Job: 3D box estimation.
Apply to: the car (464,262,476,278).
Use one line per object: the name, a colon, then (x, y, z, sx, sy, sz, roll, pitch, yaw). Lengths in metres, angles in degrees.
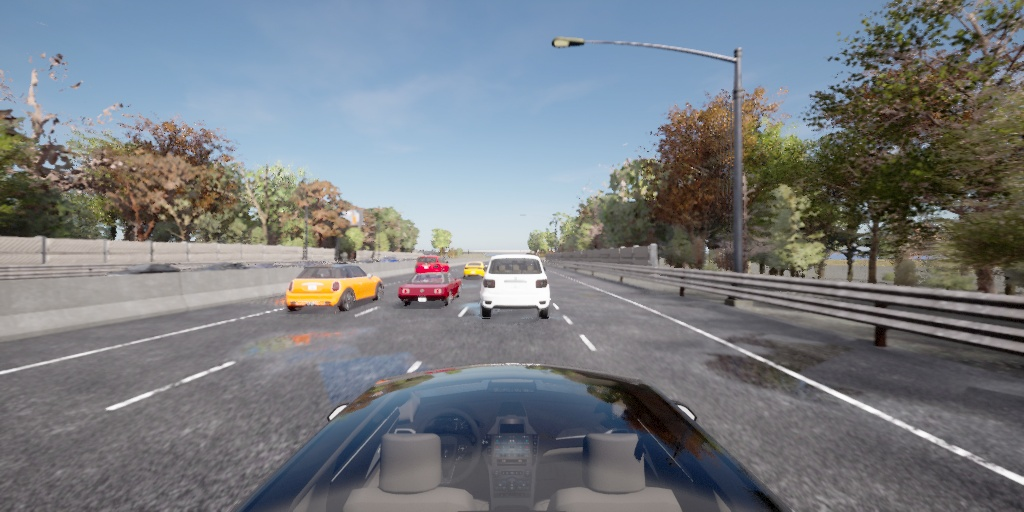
car: (-3.396, 1.275, 33.901, 1.882, 1.535, 5.008, 0, 0, 0)

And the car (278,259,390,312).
car: (-6.897, 1.117, 14.518, 2.097, 1.767, 4.553, 0, 0, 0)

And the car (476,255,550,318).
car: (0.101, 0.984, 13.163, 2.150, 2.045, 5.566, 0, 0, 0)

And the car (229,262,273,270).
car: (-21.090, 1.355, 30.322, 1.994, 1.385, 4.181, 0, 0, 0)

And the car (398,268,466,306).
car: (-3.396, 1.368, 15.819, 1.895, 1.301, 4.718, 0, 0, 0)

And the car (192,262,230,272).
car: (-24.590, 1.297, 30.474, 1.837, 1.490, 4.892, 0, 0, 0)

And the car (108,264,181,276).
car: (-28.092, 1.313, 27.638, 1.812, 1.442, 4.674, 0, 0, 0)

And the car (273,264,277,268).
car: (-17.591, 1.284, 30.768, 2.128, 1.511, 4.902, 0, 0, 0)

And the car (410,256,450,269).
car: (-6.896, 1.015, 31.439, 2.150, 2.045, 5.566, 0, 0, 0)
